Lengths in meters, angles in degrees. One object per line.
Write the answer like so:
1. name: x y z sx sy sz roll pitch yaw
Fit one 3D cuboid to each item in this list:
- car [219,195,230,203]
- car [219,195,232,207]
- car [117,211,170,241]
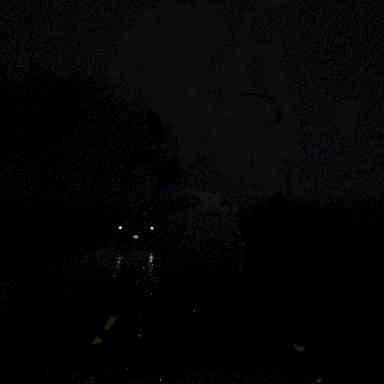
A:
1. car: 6.775 1.384 69.689 2.033 1.411 5.357 0 2 1
2. car: 5.543 1.602 53.798 1.837 1.490 4.892 0 0 7
3. car: -2.350 1.698 17.047 1.895 1.301 4.718 0 0 4
